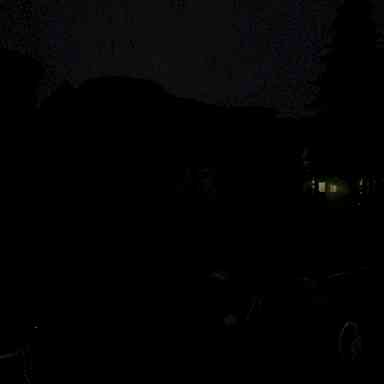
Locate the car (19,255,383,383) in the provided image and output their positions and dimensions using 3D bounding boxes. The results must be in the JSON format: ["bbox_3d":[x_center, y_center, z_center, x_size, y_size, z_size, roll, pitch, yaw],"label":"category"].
[{"bbox_3d":[0.452,1.621,4.312,4.718,1.301,1.895,1,0,-35],"label":"car"}]
